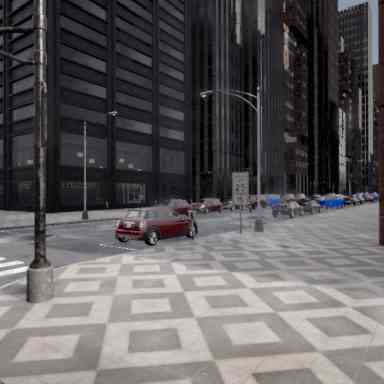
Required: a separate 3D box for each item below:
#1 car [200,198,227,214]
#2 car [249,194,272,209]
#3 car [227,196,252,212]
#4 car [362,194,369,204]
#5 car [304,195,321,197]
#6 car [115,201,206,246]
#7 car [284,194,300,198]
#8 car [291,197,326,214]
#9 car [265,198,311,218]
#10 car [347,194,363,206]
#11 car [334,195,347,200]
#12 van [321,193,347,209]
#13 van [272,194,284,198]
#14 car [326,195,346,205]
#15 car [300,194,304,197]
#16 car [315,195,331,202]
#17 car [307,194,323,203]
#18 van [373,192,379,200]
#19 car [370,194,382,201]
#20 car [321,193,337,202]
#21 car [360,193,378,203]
[{"bbox_3d":[1.448,1.383,33.810,1.967,1.590,4.097,0,0,36],"label":"car"},{"bbox_3d":[7.999,1.232,42.917,2.192,1.841,5.009,0,0,36],"label":"car"},{"bbox_3d":[4.724,1.480,38.364,2.008,1.369,4.403,0,0,36],"label":"car"},{"bbox_3d":[28.031,1.408,56.167,1.947,1.339,4.313,0,0,36],"label":"car"},{"bbox_3d":[17.632,1.356,46.270,1.882,1.535,5.008,0,0,36],"label":"car"},{"bbox_3d":[-1.446,1.393,15.186,1.967,1.590,4.097,0,0,36],"label":"car"},{"bbox_3d":[14.550,1.209,52.025,2.192,1.841,5.009,0,0,36],"label":"car"},{"bbox_3d":[11.655,1.465,33.400,1.947,1.339,4.313,0,0,36],"label":"car"},{"bbox_3d":[8.380,1.462,28.847,2.008,1.369,4.403,0,0,36],"label":"car"},{"bbox_3d":[24.756,1.419,51.614,1.947,1.339,4.313,0,0,36],"label":"car"},{"bbox_3d":[37.479,1.395,83.902,1.947,1.339,4.313,0,0,36],"label":"car"},{"bbox_3d":[18.205,1.216,42.507,1.690,1.788,3.998,0,0,36],"label":"van"},{"bbox_3d":[11.274,1.247,47.470,1.690,1.788,3.998,0,0,36],"label":"van"},{"bbox_3d":[23.744,1.350,54.762,2.128,1.511,4.902,0,0,35],"label":"car"},{"bbox_3d":[17.825,1.198,56.578,2.192,1.841,5.009,0,0,36],"label":"car"},{"bbox_3d":[27.652,1.405,70.240,2.008,1.369,4.403,0,0,36],"label":"car"},{"bbox_3d":[24.377,1.304,65.687,1.967,1.590,4.097,0,0,36],"label":"car"},{"bbox_3d":[37.857,1.156,69.828,1.690,1.788,3.998,0,0,36],"label":"van"},{"bbox_3d":[41.132,1.246,74.381,1.967,1.590,4.097,0,0,36],"label":"car"},{"bbox_3d":[30.927,1.160,74.794,2.192,1.841,5.009,0,0,36],"label":"car"},{"bbox_3d":[34.582,1.368,65.275,1.887,1.381,4.507,0,0,36],"label":"car"}]
